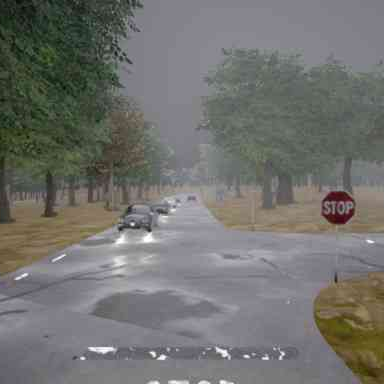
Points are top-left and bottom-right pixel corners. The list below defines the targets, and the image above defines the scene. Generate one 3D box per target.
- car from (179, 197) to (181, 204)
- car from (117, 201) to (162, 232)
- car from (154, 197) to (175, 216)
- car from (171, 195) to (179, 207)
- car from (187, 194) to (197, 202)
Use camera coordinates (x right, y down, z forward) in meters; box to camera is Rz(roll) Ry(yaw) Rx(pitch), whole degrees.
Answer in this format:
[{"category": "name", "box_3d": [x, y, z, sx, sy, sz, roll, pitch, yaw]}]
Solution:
[{"category": "car", "box_3d": [-3.052, 1.331, 60.464, 1.812, 1.442, 4.674, 0, 0, 0]}, {"category": "car", "box_3d": [-3.110, 1.475, 19.778, 1.837, 1.490, 4.892, 1, -1, 0]}, {"category": "car", "box_3d": [-3.116, 1.492, 32.328, 2.033, 1.411, 5.357, 0, 0, 0]}, {"category": "car", "box_3d": [-3.114, 1.421, 44.874, 1.812, 1.442, 4.674, 0, 0, 0]}, {"category": "car", "box_3d": [-0.038, 1.259, 67.575, 1.837, 1.490, 4.892, 0, 0, 0]}]
